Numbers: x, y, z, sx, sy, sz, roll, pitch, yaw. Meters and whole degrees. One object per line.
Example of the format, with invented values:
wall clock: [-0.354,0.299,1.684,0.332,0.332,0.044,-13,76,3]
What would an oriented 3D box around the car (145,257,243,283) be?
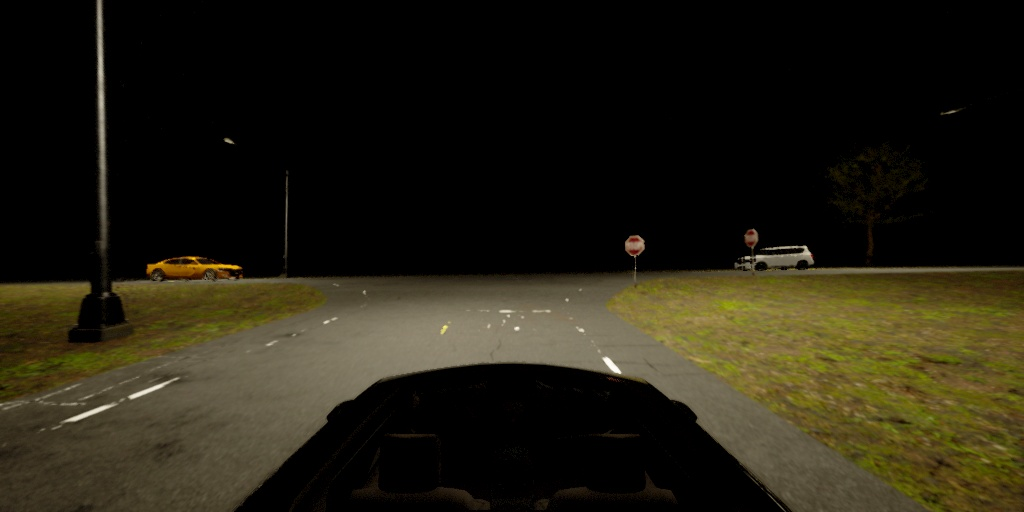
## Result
car: [-19.176,0.806,21.784,5.008,1.535,1.882,-1,-2,1]

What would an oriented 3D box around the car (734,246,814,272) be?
car: [21.190,0.315,29.088,5.566,2.045,2.150,-3,-2,-1]
